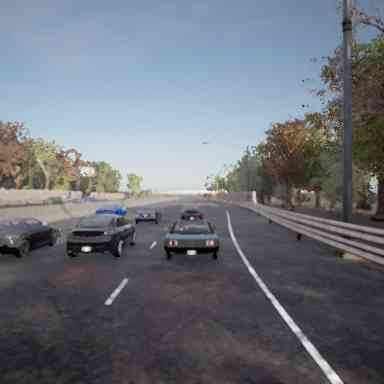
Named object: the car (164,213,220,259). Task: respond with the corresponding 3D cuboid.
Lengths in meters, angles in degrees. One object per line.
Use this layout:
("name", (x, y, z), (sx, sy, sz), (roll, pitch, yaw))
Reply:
("car", (0.010, 1.743, 13.241), (1.895, 1.301, 4.718), (0, -1, 0))

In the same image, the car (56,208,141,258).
("car", (-3.486, 1.652, 13.485), (1.837, 1.490, 4.892), (0, 0, 1))

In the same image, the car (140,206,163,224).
("car", (-3.509, 1.848, 27.513), (2.033, 1.411, 5.357), (0, -1, 0))

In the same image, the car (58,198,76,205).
("car", (-24.547, 2.299, 67.374), (2.128, 1.511, 4.902), (0, -1, 0))

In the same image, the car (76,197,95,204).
("car", (-21.046, 1.998, 67.350), (2.150, 2.045, 5.566), (0, -1, 0))

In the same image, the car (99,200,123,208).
("car", (-6.990, 1.797, 29.241), (1.882, 1.535, 5.008), (0, 0, 1))

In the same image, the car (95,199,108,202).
("car", (-17.547, 2.274, 67.379), (1.837, 1.490, 4.892), (0, -1, 0))

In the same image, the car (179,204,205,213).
("car", (0.004, 1.819, 28.493), (1.837, 1.490, 4.892), (0, 0, 1))

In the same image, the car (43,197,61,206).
("car", (-28.047, 1.998, 67.345), (2.150, 2.045, 5.566), (0, -1, 0))

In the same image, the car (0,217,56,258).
("car", (-6.987, 1.709, 13.459), (1.994, 1.385, 4.181), (0, -1, 1))
